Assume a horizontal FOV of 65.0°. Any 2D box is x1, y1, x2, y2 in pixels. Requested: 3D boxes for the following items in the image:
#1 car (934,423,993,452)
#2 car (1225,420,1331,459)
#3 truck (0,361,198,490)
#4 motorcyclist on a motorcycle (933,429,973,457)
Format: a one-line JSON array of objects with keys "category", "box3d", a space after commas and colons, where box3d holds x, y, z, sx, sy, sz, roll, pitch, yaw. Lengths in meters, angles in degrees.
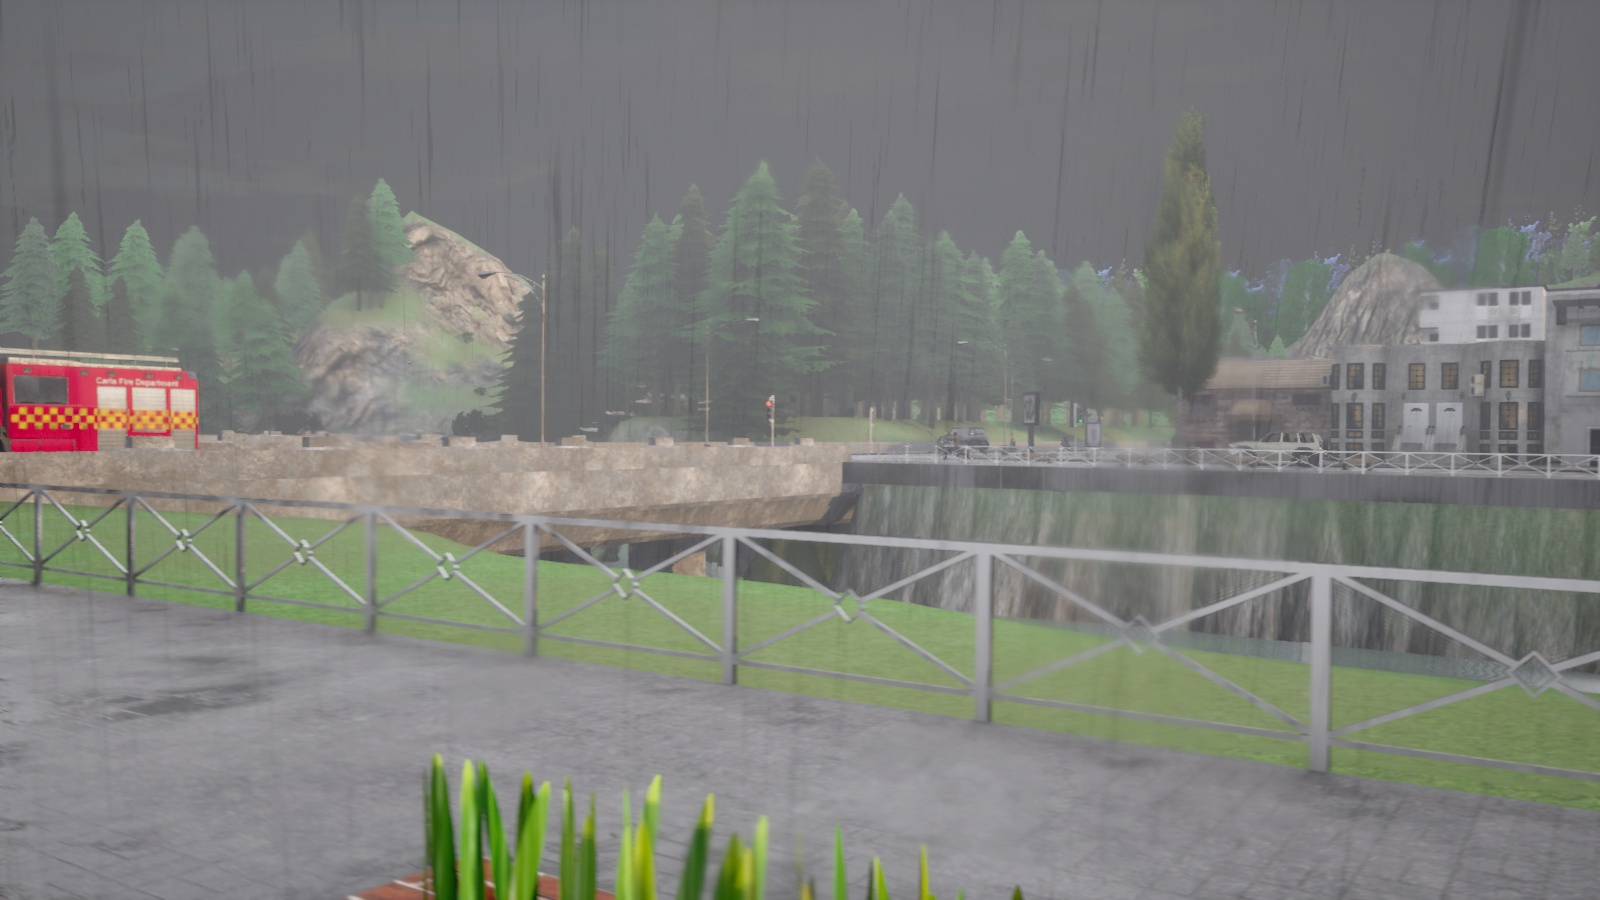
[{"category": "car", "box3d": [12.287, -0.941, 93.819, 2.150, 2.045, 5.566, 0, 1, 33]}, {"category": "car", "box3d": [23.760, -0.519, 62.440, 4.605, 1.855, 1.932, 0, 1, 34]}, {"category": "truck", "box3d": [-23.816, -0.756, 39.489, 2.891, 3.827, 8.468, 0, 1, 34]}, {"category": "motorcyclist on a motorcycle", "box3d": [8.867, -0.396, 72.989, 0.766, 1.649, 2.350, 0, 0, -42]}]
